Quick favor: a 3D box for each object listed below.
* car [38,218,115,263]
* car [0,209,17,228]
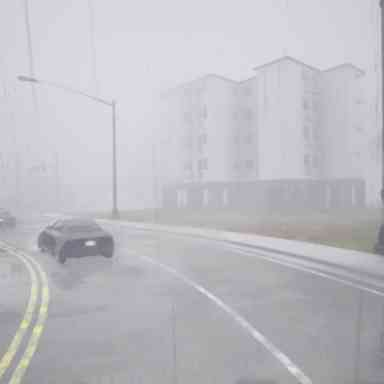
[{"bbox_3d":[-4.530,1.710,12.781,1.994,1.385,4.181,-1,0,-35],"label":"car"},{"bbox_3d":[-14.414,1.927,24.502,1.994,1.385,4.181,-1,0,-41],"label":"car"}]
